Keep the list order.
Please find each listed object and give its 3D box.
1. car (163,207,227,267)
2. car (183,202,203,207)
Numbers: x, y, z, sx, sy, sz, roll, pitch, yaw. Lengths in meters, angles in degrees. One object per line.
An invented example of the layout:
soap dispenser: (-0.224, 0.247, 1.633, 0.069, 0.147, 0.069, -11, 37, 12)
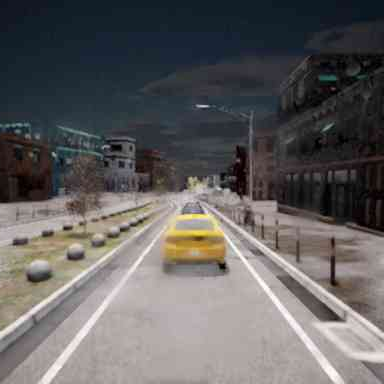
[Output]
car: (0.081, 1.515, 11.549, 1.882, 1.535, 5.008, 0, 0, 0)
car: (0.085, 1.663, 31.169, 1.994, 1.385, 4.181, 0, 0, 0)
